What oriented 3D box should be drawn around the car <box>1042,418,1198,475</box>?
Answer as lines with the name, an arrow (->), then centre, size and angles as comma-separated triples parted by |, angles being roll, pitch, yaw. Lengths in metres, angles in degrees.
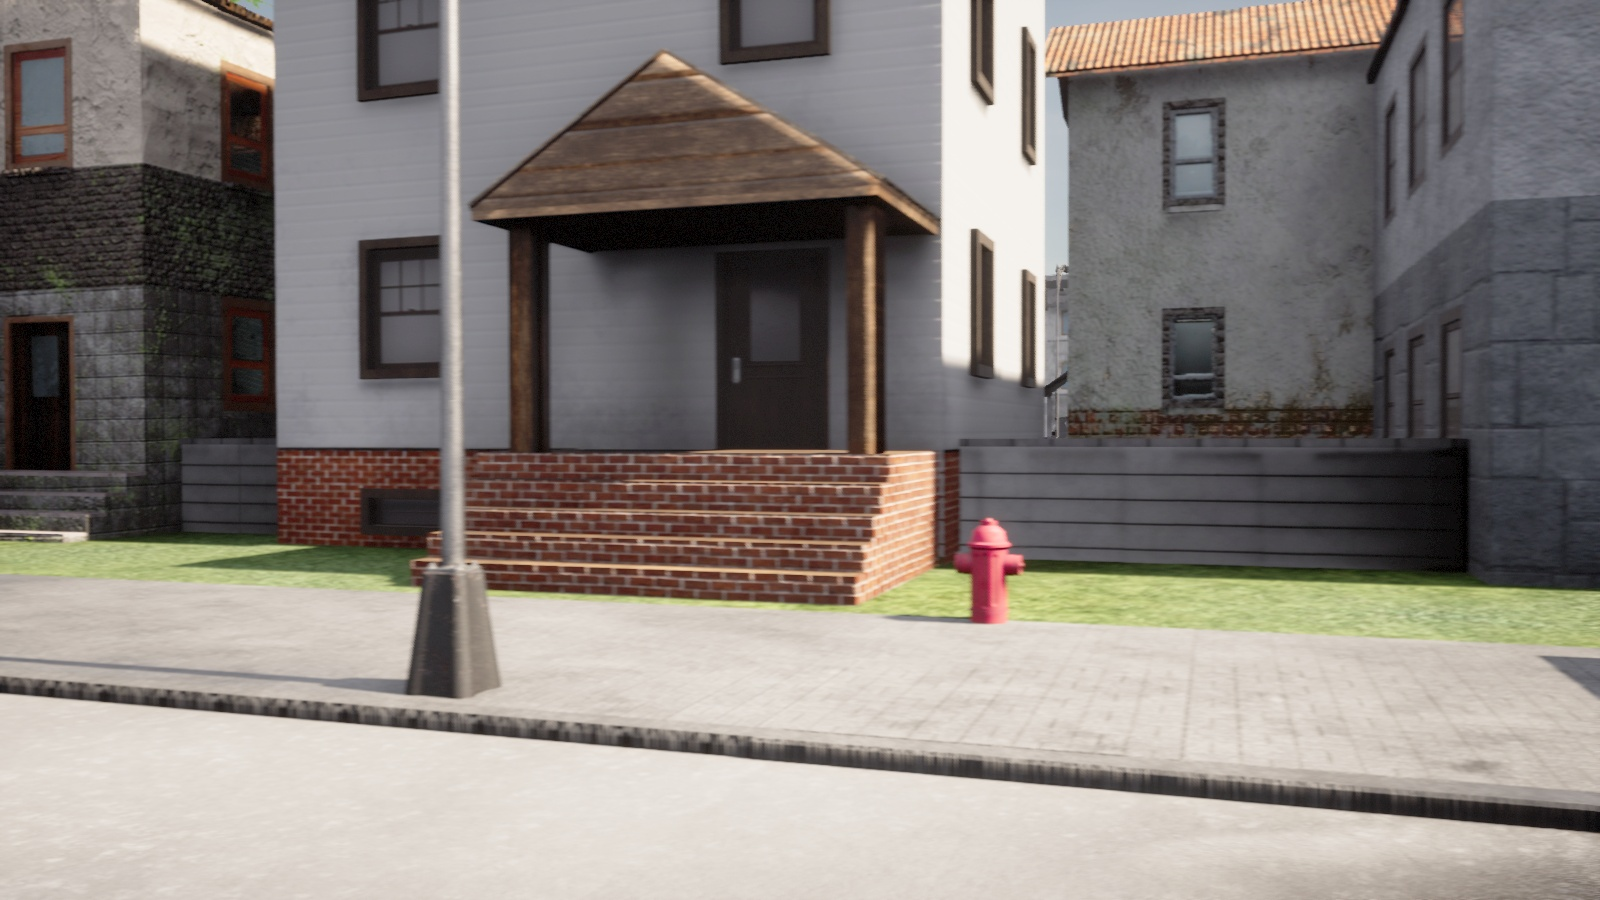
car -> 12.088, -0.175, 47.434 | 5.566, 2.045, 2.150 | 1, 1, 19
